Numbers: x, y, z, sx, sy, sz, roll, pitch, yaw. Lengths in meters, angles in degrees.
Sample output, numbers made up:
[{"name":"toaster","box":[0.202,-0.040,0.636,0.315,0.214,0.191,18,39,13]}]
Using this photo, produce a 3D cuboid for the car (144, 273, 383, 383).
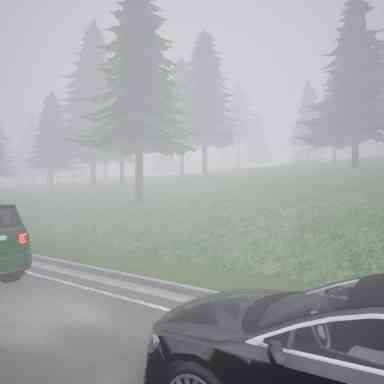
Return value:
[{"name":"car","box":[1.739,1.492,2.752,4.902,1.511,2.128,0,0,36]}]

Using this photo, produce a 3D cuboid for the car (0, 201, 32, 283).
[{"name":"car","box":[-6.324,1.221,8.468,5.566,2.045,2.150,0,0,36]}]
